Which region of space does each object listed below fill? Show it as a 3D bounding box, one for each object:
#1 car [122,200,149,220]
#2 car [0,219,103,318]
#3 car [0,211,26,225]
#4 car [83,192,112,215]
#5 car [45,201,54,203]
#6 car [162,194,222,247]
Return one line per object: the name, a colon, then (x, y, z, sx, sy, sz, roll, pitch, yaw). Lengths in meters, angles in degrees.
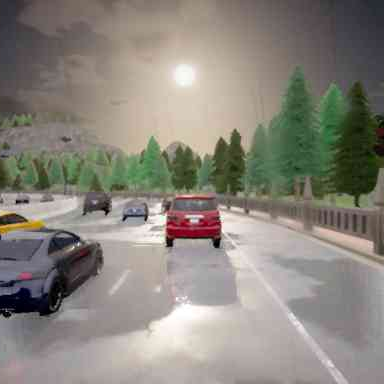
car: (-4.341, 1.357, 25.725, 2.033, 1.411, 5.357, 0, 0, -7)
car: (-3.398, 1.508, 7.424, 1.994, 1.385, 4.181, 0, 0, 0)
car: (-6.934, 1.390, 11.707, 1.882, 1.535, 5.008, 0, 0, -1)
car: (-8.639, 0.995, 30.584, 2.150, 2.045, 5.566, 0, 0, -10)
car: (-22.911, 1.158, 52.831, 1.837, 1.490, 4.892, 0, 0, -25)
car: (-0.001, 1.112, 14.675, 2.150, 2.045, 5.566, 0, 0, -2)
